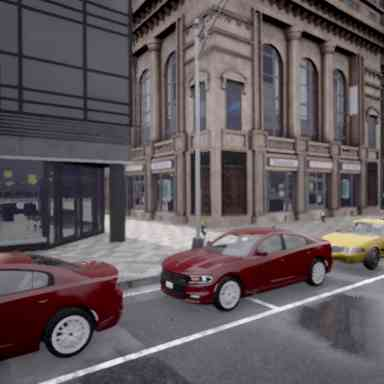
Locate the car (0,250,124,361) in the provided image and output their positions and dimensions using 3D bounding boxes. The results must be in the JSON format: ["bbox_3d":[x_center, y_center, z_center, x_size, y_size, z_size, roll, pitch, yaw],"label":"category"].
[{"bbox_3d":[-3.158,1.546,4.399,4.507,1.381,1.887,0,0,-36],"label":"car"}]

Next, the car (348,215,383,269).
[{"bbox_3d":[5.823,1.461,10.810,4.829,1.417,1.752,0,0,-36],"label":"car"}]

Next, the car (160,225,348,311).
[{"bbox_3d":[1.401,1.513,7.654,4.507,1.381,1.887,0,0,-36],"label":"car"}]

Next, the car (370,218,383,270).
[{"bbox_3d":[6.769,1.432,8.210,4.902,1.511,2.128,0,0,-36],"label":"car"}]
